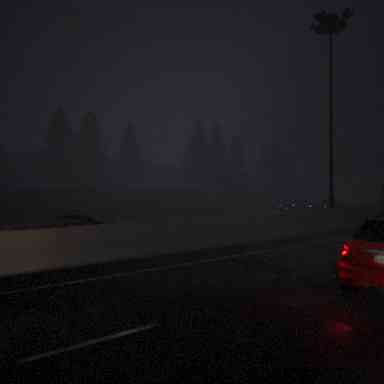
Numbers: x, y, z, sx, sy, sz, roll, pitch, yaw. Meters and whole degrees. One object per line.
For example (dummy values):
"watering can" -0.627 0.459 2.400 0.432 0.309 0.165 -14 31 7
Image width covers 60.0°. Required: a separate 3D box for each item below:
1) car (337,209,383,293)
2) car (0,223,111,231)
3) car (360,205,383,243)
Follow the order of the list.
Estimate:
"car" 5.345 1.291 7.567 4.553 1.767 2.097 0 0 -36
"car" -5.178 1.577 13.204 4.718 1.301 1.895 0 0 -36
"car" 10.100 1.370 15.490 4.902 1.511 2.128 -1 0 -38
